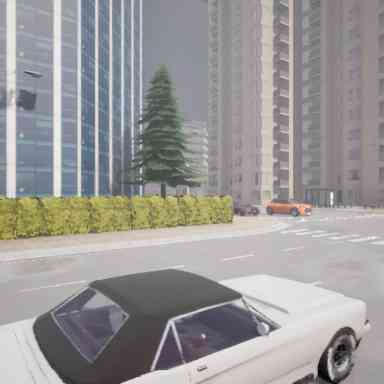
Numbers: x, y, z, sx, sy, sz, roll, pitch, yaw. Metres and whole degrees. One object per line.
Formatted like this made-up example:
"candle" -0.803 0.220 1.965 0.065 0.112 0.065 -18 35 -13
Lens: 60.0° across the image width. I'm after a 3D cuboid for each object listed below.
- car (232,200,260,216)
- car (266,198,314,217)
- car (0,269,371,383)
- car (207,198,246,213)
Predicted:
"car" 4.716 1.619 32.855 1.994 1.385 4.181 0 0 -35
"car" 9.436 1.407 32.246 2.097 1.767 4.553 0 0 -35
"car" -0.015 1.601 3.730 4.718 1.301 1.895 0 0 -35
"car" 4.040 1.533 39.870 1.882 1.535 5.008 0 0 -35
